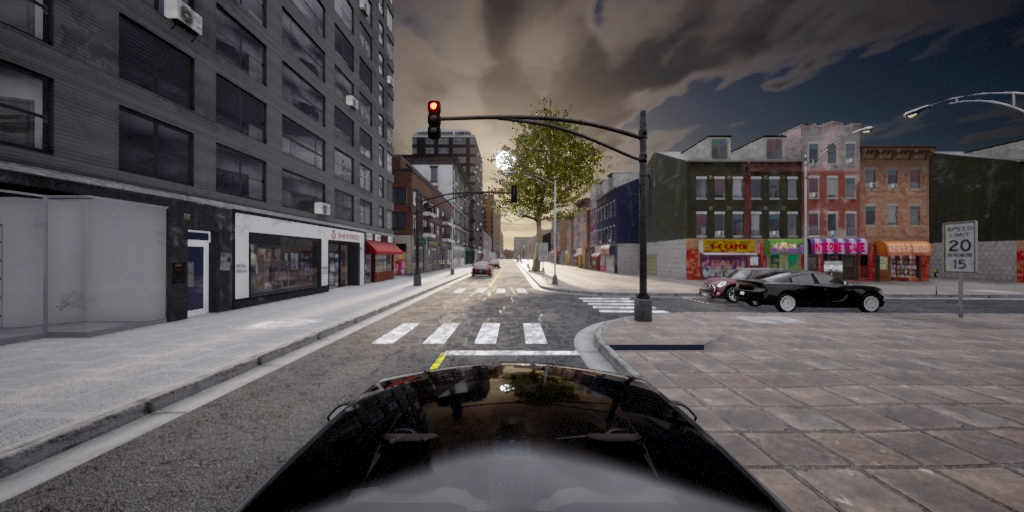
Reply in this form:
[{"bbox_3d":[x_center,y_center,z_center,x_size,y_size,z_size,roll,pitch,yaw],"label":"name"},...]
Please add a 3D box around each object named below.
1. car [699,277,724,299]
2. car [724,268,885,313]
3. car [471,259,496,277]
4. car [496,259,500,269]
[{"bbox_3d":[10.878,1.262,16.492,4.097,1.591,1.967,0,0,0],"label":"car"},{"bbox_3d":[11.366,1.296,13.859,5.008,1.535,1.882,0,0,0],"label":"car"},{"bbox_3d":[-2.953,1.232,35.993,1.882,1.535,5.008,0,0,0],"label":"car"},{"bbox_3d":[-2.962,1.248,58.783,1.882,1.535,5.008,0,0,0],"label":"car"}]
